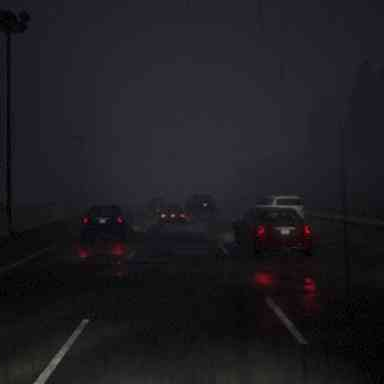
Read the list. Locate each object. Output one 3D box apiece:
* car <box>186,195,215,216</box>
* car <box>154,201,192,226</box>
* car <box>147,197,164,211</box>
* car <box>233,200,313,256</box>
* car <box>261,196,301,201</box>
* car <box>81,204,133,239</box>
[{"bbox_3d":[0.757,1.280,32.933,2.150,2.045,5.566,0,0,-9],"label":"car"},{"bbox_3d":[-1.511,1.593,24.059,2.033,1.411,5.357,0,0,-7],"label":"car"},{"bbox_3d":[-4.528,1.434,41.922,2.097,1.767,4.553,0,0,-12],"label":"car"},{"bbox_3d":[3.009,1.372,13.340,2.097,1.767,4.553,0,0,-4],"label":"car"},{"bbox_3d":[5.699,1.255,22.701,2.150,2.045,5.566,0,0,-6],"label":"car"},{"bbox_3d":[-4.355,1.390,17.604,2.097,1.767,4.553,0,0,-5],"label":"car"}]
